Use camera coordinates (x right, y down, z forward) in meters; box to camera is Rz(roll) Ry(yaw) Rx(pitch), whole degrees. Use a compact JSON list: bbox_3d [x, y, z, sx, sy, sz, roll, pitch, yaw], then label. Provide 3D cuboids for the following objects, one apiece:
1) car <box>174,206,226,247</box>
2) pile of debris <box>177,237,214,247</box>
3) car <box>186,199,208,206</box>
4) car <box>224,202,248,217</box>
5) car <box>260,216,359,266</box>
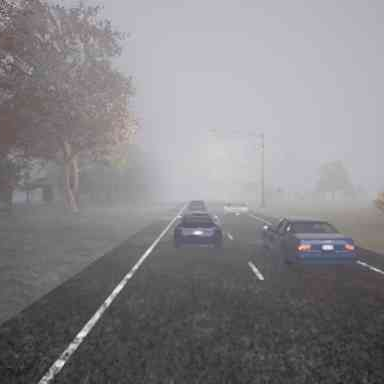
[{"bbox_3d":[0.250,1.559,14.958,1.994,1.385,4.181,0,0,1],"label":"car"},{"bbox_3d":[0.139,2.171,14.430,1.500,0.140,1.860,0,0,1],"label":"pile of debris"},{"bbox_3d":[0.503,1.495,32.399,1.837,1.490,4.892,0,0,1],"label":"car"},{"bbox_3d":[3.982,1.593,30.953,1.895,1.301,4.718,0,0,1],"label":"car"},{"bbox_3d":[3.703,1.545,11.500,2.033,1.411,5.357,0,0,1],"label":"car"}]
